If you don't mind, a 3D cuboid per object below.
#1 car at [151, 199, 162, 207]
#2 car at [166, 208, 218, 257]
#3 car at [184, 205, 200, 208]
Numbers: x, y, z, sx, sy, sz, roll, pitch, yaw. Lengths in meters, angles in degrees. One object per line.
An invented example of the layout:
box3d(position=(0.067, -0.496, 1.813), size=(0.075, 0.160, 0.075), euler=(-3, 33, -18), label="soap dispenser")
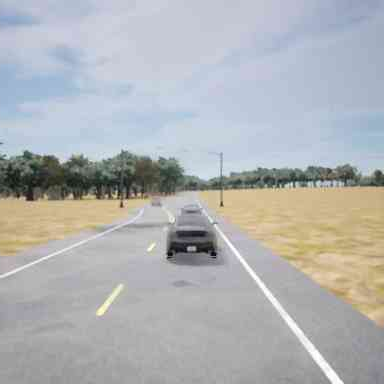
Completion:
box3d(position=(-7.049, 2.074, 65.644), size=(2.128, 1.511, 4.902), euler=(0, 0, -1), label="car")
box3d(position=(0.002, 1.647, 13.521), size=(1.837, 1.490, 4.892), euler=(0, 0, 0), label="car")
box3d(position=(-0.011, 1.822, 28.919), size=(1.812, 1.442, 4.674), euler=(0, 0, 0), label="car")
